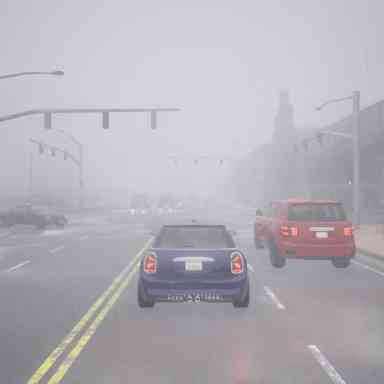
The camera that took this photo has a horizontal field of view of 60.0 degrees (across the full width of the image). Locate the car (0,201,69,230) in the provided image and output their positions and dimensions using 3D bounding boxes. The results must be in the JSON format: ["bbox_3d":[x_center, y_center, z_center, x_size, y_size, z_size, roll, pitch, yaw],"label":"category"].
[{"bbox_3d":[-10.056,1.525,21.182,4.674,1.442,1.812,0,0,25],"label":"car"}]

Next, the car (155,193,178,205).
[{"bbox_3d":[-3.783,1.221,50.607,2.150,2.045,5.566,0,0,1],"label":"car"}]

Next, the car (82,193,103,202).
[{"bbox_3d":[-21.590,1.156,70.181,3.866,1.878,1.905,0,0,0],"label":"car"}]

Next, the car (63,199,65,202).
[{"bbox_3d":[-21.523,1.156,50.558,3.866,1.878,1.905,0,0,0],"label":"car"}]

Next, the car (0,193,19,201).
[{"bbox_3d":[-39.110,1.153,70.134,4.605,1.855,1.932,0,0,0],"label":"car"}]

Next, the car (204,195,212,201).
[{"bbox_3d":[4.170,1.525,87.756,2.128,1.511,4.902,0,0,1],"label":"car"}]

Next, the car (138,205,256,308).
[{"bbox_3d":[0.040,1.352,8.092,2.097,1.767,4.553,0,0,0],"label":"car"}]

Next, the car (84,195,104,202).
[{"bbox_3d":[-21.583,1.395,73.076,3.806,1.475,1.970,0,0,0],"label":"car"}]

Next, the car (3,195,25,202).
[{"bbox_3d":[-39.050,1.364,73.030,3.905,1.438,1.784,0,0,0],"label":"car"}]

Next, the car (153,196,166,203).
[{"bbox_3d":[-6.778,1.546,69.307,2.033,1.411,5.357,0,0,1],"label":"car"}]

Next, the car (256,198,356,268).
[{"bbox_3d":[3.535,1.221,11.433,2.150,2.045,5.566,0,0,2],"label":"car"}]

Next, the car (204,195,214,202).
[{"bbox_3d":[3.807,1.524,72.548,1.812,1.442,4.674,0,0,1],"label":"car"}]

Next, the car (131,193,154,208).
[{"bbox_3d":[-7.321,1.221,48.183,2.150,2.045,5.566,0,0,1],"label":"car"}]

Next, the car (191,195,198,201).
[{"bbox_3d":[0.669,1.478,87.748,1.882,1.535,5.008,0,0,1],"label":"car"}]

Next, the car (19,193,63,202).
[{"bbox_3d":[-21.573,1.153,47.663,4.605,1.855,1.932,0,0,0],"label":"car"}]

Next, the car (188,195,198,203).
[{"bbox_3d":[0.293,1.500,72.019,1.837,1.490,4.892,0,0,1],"label":"car"}]

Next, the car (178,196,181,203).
[{"bbox_3d":[-3.559,1.525,60.555,1.812,1.442,4.674,0,0,2],"label":"car"}]
